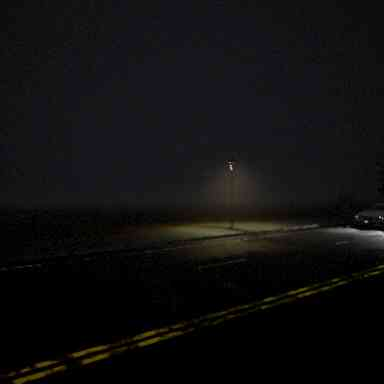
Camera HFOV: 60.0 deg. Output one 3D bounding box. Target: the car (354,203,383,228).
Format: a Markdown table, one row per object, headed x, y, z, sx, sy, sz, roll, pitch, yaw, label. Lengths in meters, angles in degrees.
| x | y | z | sx | sy | sz | roll | pitch | yaw | label |
| --- | --- | --- | --- | --- | --- | --- | --- | --- | --- |
| 11.839 | 1.414 | 20.462 | 4.674 | 1.442 | 1.812 | 0 | 0 | -37 | car |
